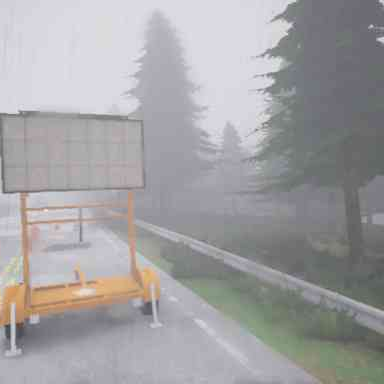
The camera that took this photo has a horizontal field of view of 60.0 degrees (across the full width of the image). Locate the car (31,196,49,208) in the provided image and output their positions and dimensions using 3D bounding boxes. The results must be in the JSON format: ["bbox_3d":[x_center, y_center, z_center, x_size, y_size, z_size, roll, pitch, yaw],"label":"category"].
[{"bbox_3d":[-19.002,1.212,41.509,2.033,1.411,5.357,-2,1,-25],"label":"car"}]

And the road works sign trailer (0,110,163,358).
[{"bbox_3d":[-2.069,0.379,6.133,2.380,3.560,2.880,-2,1,-22],"label":"road works sign trailer"}]
